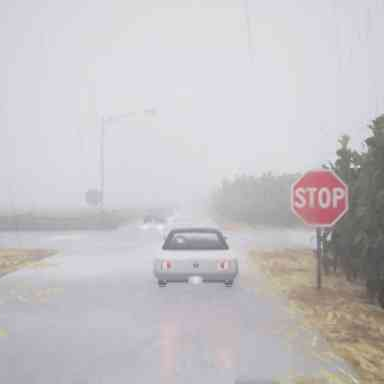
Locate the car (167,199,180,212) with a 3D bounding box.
[{"bbox_3d":[-3.131,2.118,54.387,2.150,2.045,5.566,0,-1,0],"label":"car"}]

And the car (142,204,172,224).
[{"bbox_3d":[-3.202,2.035,29.961,2.033,1.411,5.357,0,-1,0],"label":"car"}]

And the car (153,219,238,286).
[{"bbox_3d":[0.088,1.665,9.502,1.895,1.301,4.718,0,-1,0],"label":"car"}]

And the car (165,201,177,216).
[{"bbox_3d":[-3.203,2.161,40.154,1.882,1.535,5.008,0,-1,0],"label":"car"}]
